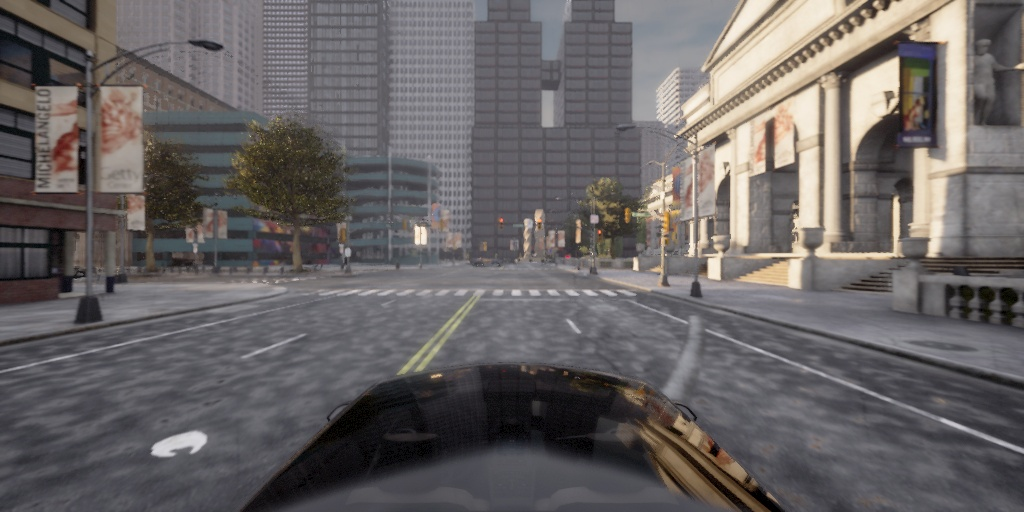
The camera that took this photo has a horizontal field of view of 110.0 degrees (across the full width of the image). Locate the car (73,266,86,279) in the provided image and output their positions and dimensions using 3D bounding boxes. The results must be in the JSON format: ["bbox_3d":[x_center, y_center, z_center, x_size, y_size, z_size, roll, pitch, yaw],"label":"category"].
[{"bbox_3d":[-37.387,1.181,28.365,4.902,1.511,2.128,0,0,0],"label":"car"}]

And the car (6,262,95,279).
[{"bbox_3d":[-40.908,1.232,31.864,5.357,1.411,2.033,0,0,0],"label":"car"}]
